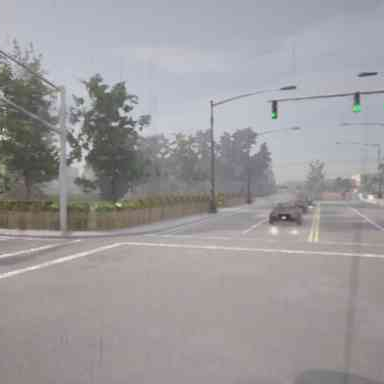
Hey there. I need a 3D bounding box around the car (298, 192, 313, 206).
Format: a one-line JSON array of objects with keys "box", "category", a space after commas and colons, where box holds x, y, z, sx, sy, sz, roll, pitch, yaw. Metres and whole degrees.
[{"box": [15.187, 0.951, 45.101, 2.097, 1.767, 4.553, -1, 0, 22], "category": "car"}]

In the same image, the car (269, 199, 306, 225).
[{"box": [6.491, 1.403, 22.763, 1.994, 1.385, 4.181, -1, 0, 21], "category": "car"}]

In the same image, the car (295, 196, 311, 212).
[{"box": [10.086, 1.341, 32.011, 1.895, 1.301, 4.718, -1, 0, 22], "category": "car"}]
